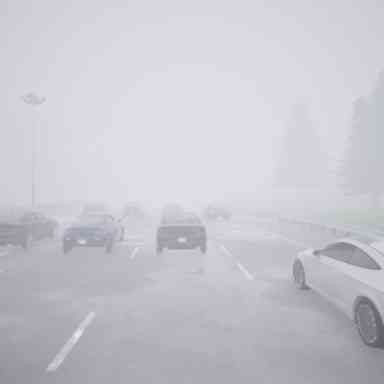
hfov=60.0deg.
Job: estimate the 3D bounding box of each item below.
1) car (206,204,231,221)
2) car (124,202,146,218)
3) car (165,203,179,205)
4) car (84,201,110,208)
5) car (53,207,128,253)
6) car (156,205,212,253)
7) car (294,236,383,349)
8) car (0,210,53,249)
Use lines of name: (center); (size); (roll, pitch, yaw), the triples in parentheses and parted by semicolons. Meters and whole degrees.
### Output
car: (1.937, 1.683, 27.832); (1.895, 1.301, 4.718); (0, 0, -5)
car: (-5.358, 1.634, 30.828); (1.812, 1.442, 4.674); (0, 0, -5)
car: (-1.783, 1.662, 30.239); (1.994, 1.385, 4.181); (0, 0, -5)
car: (-8.923, 1.597, 31.609); (1.882, 1.535, 5.008); (0, 0, -5)
car: (-4.018, 1.579, 13.984); (1.812, 1.442, 4.674); (0, 0, -4)
car: (-0.494, 1.522, 13.981); (1.882, 1.535, 5.008); (0, 0, -4)
car: (3.407, 1.537, 6.172); (1.812, 1.442, 4.674); (0, 0, -2)
car: (-7.566, 1.542, 14.776); (1.882, 1.535, 5.008); (0, 0, -4)
